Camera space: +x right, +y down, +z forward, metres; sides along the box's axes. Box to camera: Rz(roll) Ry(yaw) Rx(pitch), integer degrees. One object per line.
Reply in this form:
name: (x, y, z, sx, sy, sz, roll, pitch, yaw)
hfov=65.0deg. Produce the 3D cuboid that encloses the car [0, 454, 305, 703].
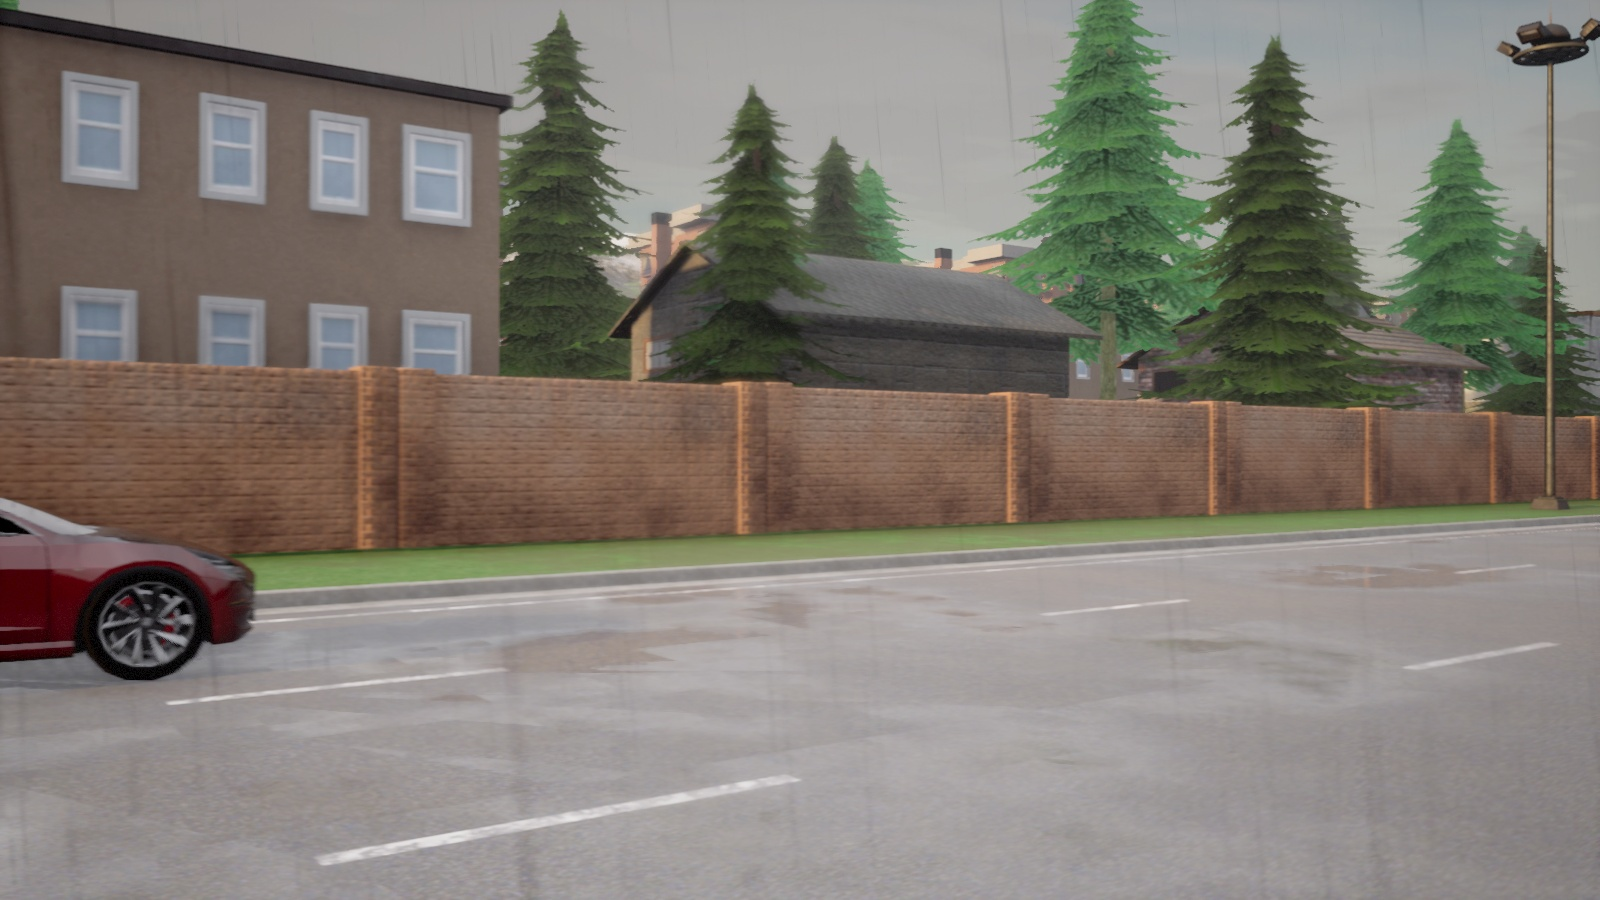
car: (-5.947, 0.777, 8.048, 4.792, 1.488, 2.163, 0, 0, -35)
